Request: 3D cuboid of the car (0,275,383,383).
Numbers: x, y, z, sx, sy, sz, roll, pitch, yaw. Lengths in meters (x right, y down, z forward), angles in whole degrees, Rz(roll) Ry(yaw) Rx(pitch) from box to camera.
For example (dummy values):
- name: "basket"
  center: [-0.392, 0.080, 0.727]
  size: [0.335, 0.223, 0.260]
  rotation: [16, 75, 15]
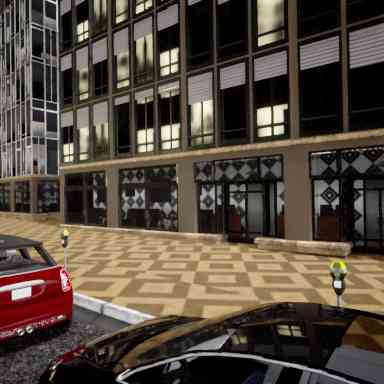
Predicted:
- name: "car"
  center: [0.652, 1.566, 2.447]
  size: [4.313, 1.339, 1.947]
  rotation: [0, -1, 36]

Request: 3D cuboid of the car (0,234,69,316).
- name: "car"
  center: [-3.924, 1.441, 5.826]
  size: [4.097, 1.590, 1.967]
  rotation: [0, -1, 37]
